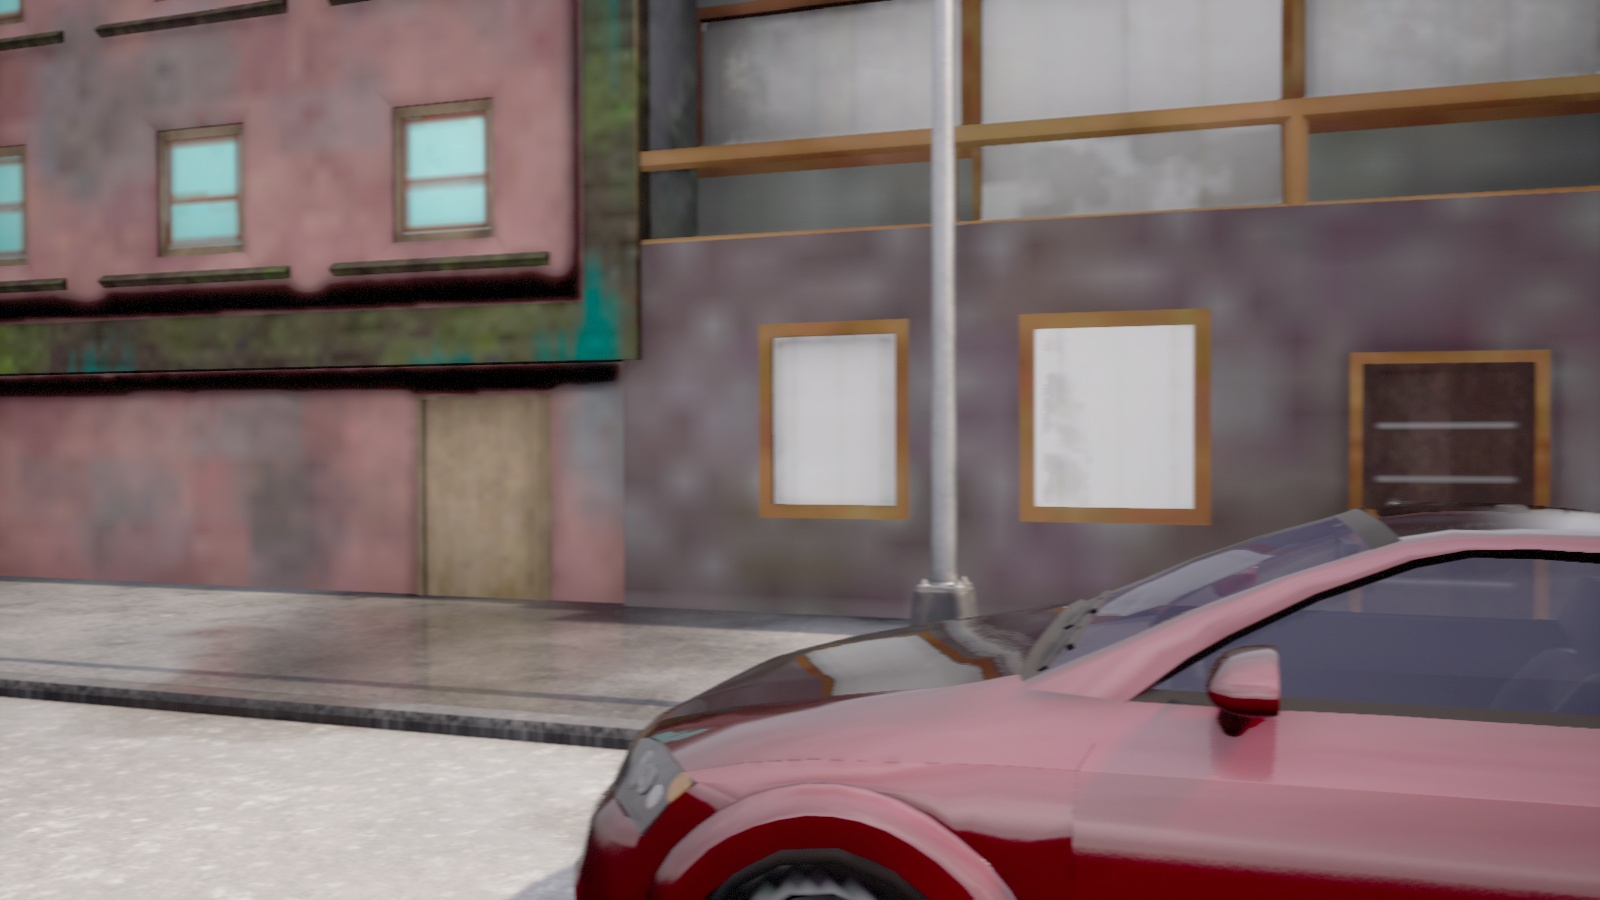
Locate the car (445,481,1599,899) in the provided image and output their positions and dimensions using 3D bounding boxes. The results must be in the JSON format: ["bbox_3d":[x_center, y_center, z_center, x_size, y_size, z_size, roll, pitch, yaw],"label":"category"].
[{"bbox_3d":[1.467,0.844,3.228,4.181,1.385,1.994,1,1,19],"label":"car"}]
